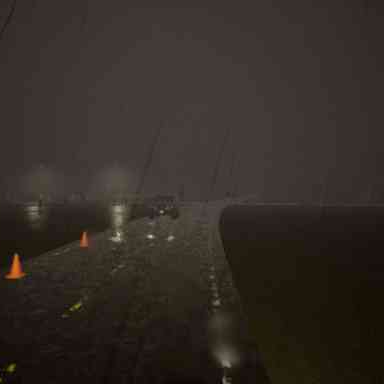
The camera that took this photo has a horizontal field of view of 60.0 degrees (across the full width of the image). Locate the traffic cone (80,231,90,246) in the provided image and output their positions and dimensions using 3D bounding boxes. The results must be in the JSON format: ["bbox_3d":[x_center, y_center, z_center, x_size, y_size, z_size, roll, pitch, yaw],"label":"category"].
[{"bbox_3d":[-4.482,1.940,13.890,0.340,0.580,0.340,0,0,3],"label":"traffic cone"}]

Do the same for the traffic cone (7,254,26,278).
[{"bbox_3d":[-4.678,1.943,8.854,0.340,0.580,0.340,0,0,2],"label":"traffic cone"}]

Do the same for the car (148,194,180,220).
[{"bbox_3d":[-2.266,1.199,28.602,2.150,2.045,5.566,0,0,2],"label":"car"}]
